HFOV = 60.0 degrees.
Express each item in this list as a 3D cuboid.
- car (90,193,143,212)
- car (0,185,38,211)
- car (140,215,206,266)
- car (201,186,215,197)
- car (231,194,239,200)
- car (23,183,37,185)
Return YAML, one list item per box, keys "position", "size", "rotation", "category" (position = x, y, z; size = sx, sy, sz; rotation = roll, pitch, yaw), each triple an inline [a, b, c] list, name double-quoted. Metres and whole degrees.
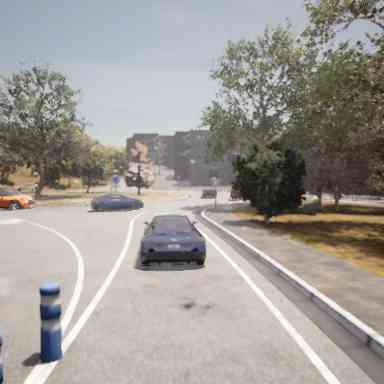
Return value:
- position: [-6.066, 0.813, 26.887]
  size: [4.181, 1.385, 1.994]
  rotation: [-1, 3, -25]
  category: "car"
- position: [-15.466, 0.568, 27.575]
  size: [4.553, 1.767, 2.097]
  rotation: [0, 2, 2]
  category: "car"
- position: [-0.714, 1.454, 11.352]
  size: [1.994, 1.385, 4.181]
  rotation: [0, 1, -6]
  category: "car"
- position: [2.188, -0.060, 44.704]
  size: [2.033, 1.411, 5.357]
  rotation: [0, 3, 2]
  category: "car"
- position: [6.907, 0.131, 39.455]
  size: [5.008, 1.535, 1.882]
  rotation: [-2, 2, -31]
  category: "car"
- position: [-28.911, -0.802, 58.295]
  size: [1.812, 1.442, 4.674]
  rotation: [3, 3, 44]
  category: "car"
